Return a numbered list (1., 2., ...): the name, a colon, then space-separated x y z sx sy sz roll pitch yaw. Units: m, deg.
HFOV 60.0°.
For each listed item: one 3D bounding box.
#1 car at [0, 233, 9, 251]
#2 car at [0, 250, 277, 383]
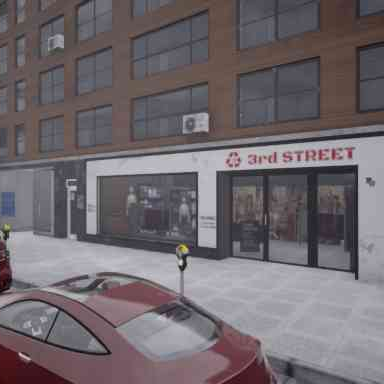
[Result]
1. car: -5.693 1.315 6.858 5.009 1.841 2.192 0 0 35
2. car: -1.196 1.582 3.659 4.206 1.307 1.802 0 0 35
